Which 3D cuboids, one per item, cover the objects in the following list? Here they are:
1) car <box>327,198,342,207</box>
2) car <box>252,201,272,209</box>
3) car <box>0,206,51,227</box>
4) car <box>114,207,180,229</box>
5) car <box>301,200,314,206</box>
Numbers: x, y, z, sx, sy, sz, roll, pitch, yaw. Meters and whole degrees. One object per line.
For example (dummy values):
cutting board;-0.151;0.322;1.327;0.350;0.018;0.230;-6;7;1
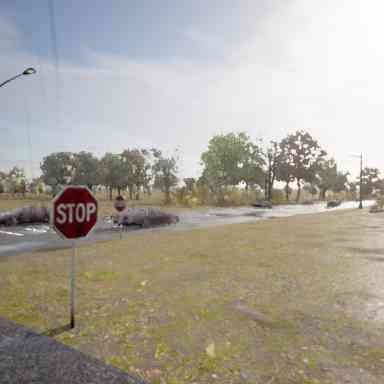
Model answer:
car;30.057;2.451;70.349;1.837;1.490;4.892;1;0;36
car;12.104;2.235;57.462;1.895;1.301;4.718;1;0;36
car;-11.910;1.722;24.253;2.033;1.411;5.357;1;0;36
car;-3.178;1.834;24.362;2.033;1.411;5.357;1;0;36
car;27.154;2.519;78.283;1.895;1.301;4.718;1;0;36
